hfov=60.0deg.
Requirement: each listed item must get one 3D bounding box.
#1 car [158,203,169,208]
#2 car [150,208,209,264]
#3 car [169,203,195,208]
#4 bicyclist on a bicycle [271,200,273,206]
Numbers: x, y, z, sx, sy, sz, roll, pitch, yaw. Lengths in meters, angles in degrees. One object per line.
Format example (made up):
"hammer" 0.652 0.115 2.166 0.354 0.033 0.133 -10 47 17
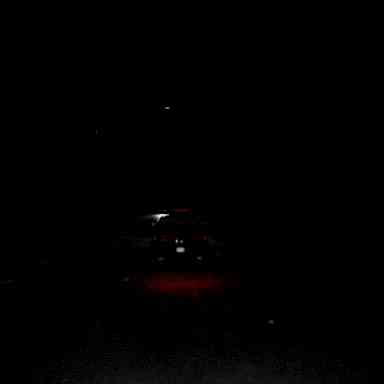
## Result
"car" -2.984 2.067 41.863 1.994 1.385 4.181 0 -1 9
"car" -0.498 1.578 12.366 1.882 1.535 5.008 0 0 -4
"car" -0.813 1.882 32.703 1.837 1.490 4.892 0 -1 4
"bicyclist on a bicycle" 21.456 3.039 89.113 0.582 1.620 1.656 2 0 38
